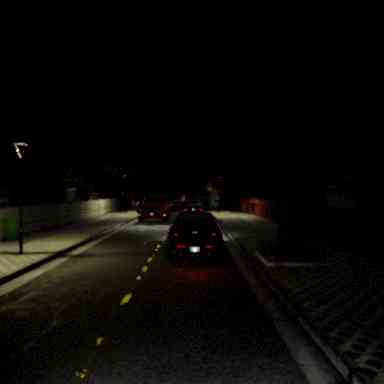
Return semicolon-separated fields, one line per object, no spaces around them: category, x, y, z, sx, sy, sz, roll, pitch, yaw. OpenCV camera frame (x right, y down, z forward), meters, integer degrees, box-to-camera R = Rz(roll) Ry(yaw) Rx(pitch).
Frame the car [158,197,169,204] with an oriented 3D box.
car;-5.792;1.618;66.949;1.895;1.301;4.718;0;0;-9

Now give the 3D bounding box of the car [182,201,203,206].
car;0.062;1.532;30.070;2.033;1.411;5.357;0;0;-1

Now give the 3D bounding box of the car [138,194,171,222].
car;-2.868;1.209;26.361;2.150;2.045;5.566;0;0;0

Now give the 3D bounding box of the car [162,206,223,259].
car;0.095;1.499;12.592;1.837;1.490;4.892;0;0;0
